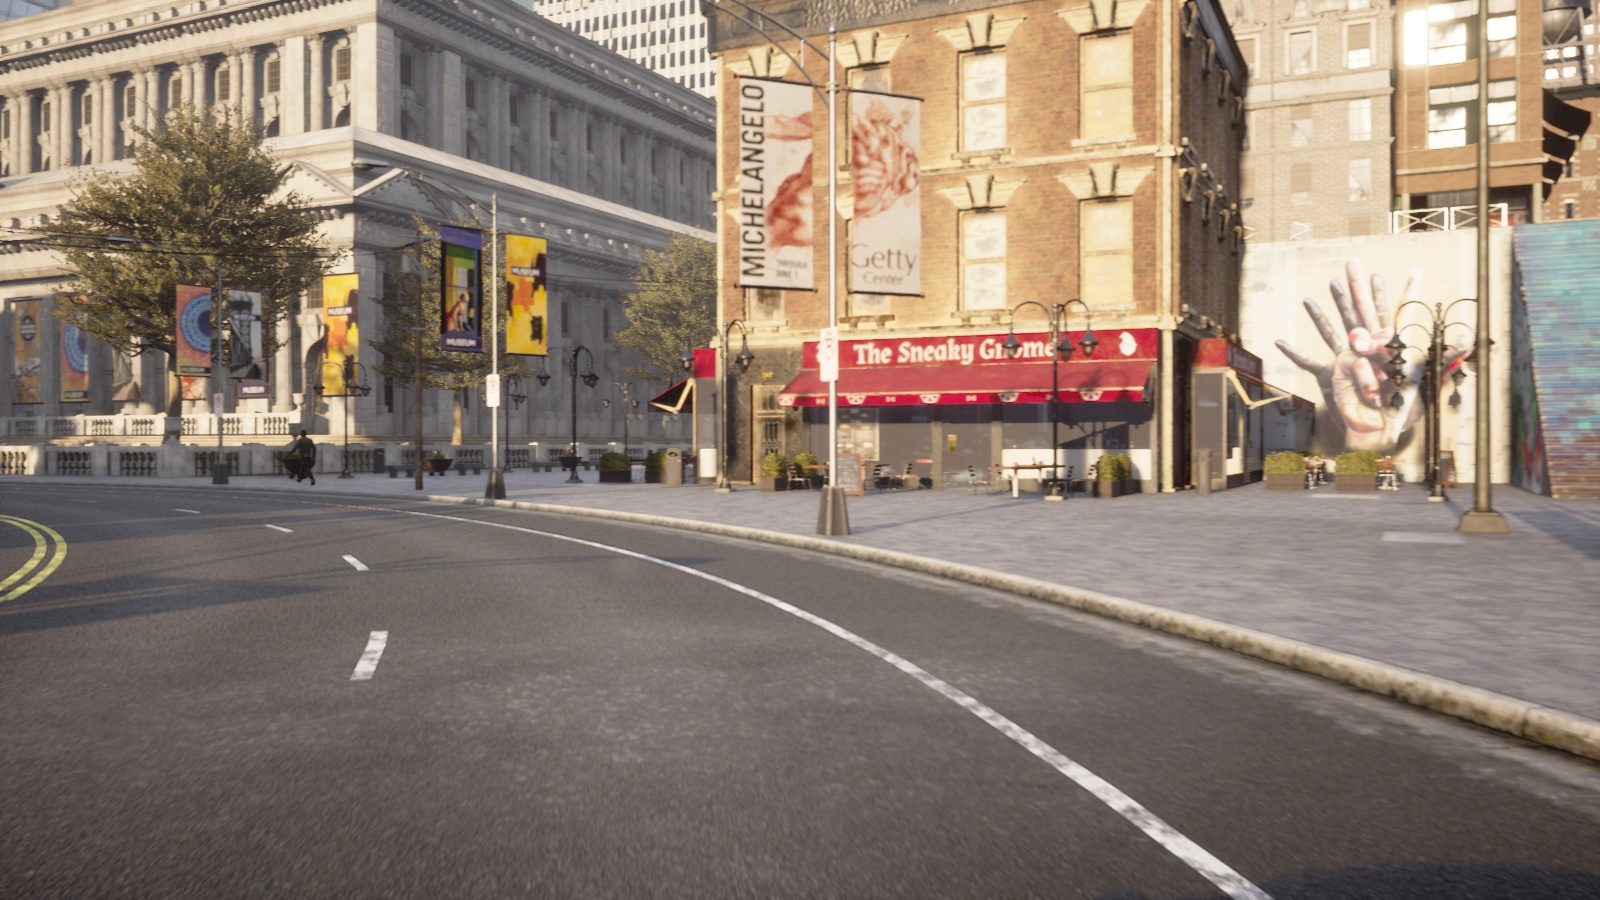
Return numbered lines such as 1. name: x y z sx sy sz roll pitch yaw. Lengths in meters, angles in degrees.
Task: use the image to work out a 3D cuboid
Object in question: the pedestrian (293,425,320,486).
1. pedestrian: -15.927 0.176 40.501 0.788 1.949 0.423 0 0 33
